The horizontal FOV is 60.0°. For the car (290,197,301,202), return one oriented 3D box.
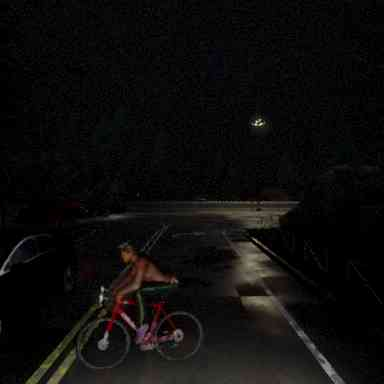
[{"bbox_3d":[19.912,1.415,55.741,5.566,2.045,2.150,0,0,-1],"label":"car"}]

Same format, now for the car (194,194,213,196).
[{"bbox_3d":[0.939,1.415,52.003,5.566,2.045,2.150,0,0,-1],"label":"car"}]

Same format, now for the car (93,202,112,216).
[{"bbox_3d":[-11.110,1.700,34.145,4.892,1.490,1.837,0,0,-1],"label":"car"}]

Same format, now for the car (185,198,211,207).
[{"bbox_3d":[0.939,1.758,55.502,4.181,1.385,1.994,0,0,-1],"label":"car"}]

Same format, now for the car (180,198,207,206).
[{"bbox_3d":[0.292,1.720,58.993,4.674,1.442,1.812,0,0,-1],"label":"car"}]

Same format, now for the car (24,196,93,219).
[{"bbox_3d":[-12.441,1.416,30.627,5.566,2.045,2.150,0,0,-1],"label":"car"}]

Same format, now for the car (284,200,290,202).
[{"bbox_3d":[18.793,1.699,59.222,4.892,1.490,1.837,0,0,-1],"label":"car"}]

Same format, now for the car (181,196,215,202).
[{"bbox_3d":[0.745,1.720,48.500,4.674,1.442,1.812,0,0,-1],"label":"car"}]

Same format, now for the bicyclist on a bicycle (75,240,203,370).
[{"bbox_3d":[-0.653,1.449,4.305,1.656,1.620,0.582,-1,0,-12],"label":"bicyclist on a bicycle"}]

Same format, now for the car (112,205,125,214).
[{"bbox_3d":[-9.965,1.795,37.660,4.718,1.301,1.895,0,0,-1],"label":"car"}]

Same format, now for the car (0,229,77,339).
[{"bbox_3d":[-3.592,1.491,5.890,2.128,1.511,4.902,0,0,0],"label":"car"}]
